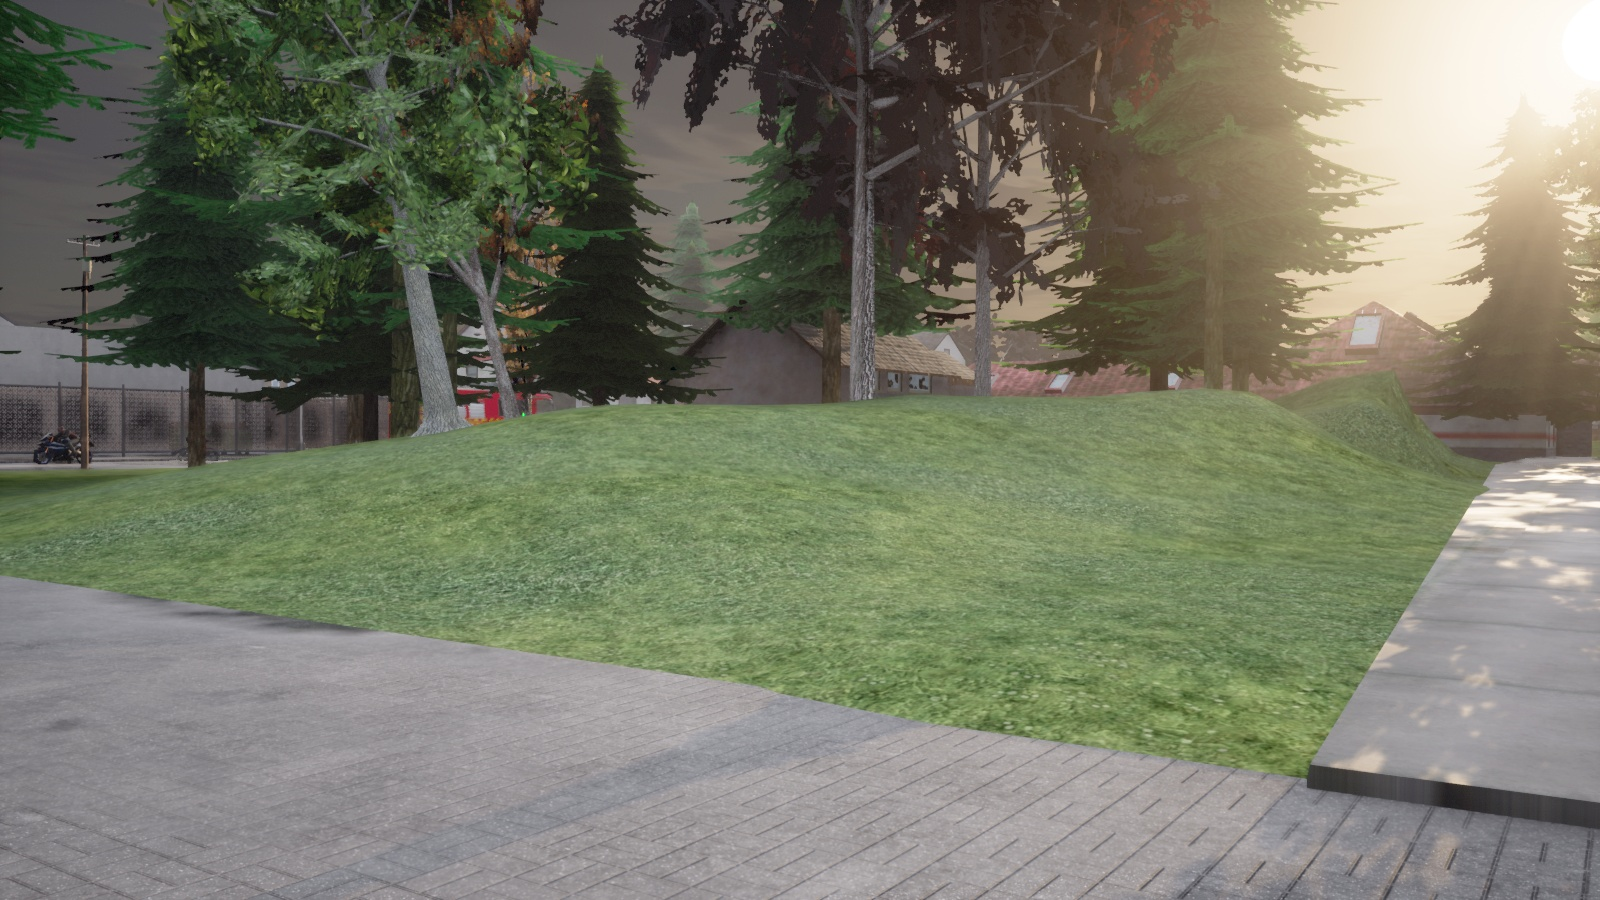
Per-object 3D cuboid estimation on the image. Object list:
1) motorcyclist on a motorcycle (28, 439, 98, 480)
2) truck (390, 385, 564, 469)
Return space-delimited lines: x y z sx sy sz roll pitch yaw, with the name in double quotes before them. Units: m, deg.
"motorcyclist on a motorcycle" -28.707 0.358 48.936 0.866 1.530 2.191 0 1 34
"truck" -15.612 -1.130 61.420 2.891 3.827 8.468 0 1 34
